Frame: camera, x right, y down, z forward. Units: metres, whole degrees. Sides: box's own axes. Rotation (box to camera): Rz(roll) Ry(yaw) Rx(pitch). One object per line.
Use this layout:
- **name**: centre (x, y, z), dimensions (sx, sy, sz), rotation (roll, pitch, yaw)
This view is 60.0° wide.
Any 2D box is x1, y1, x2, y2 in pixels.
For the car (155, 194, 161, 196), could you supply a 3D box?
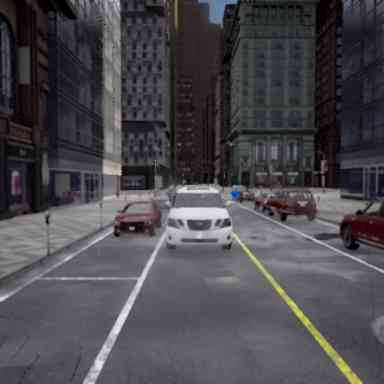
- **car**: centre (-2.391, 0.832, 26.531), dimensions (1.802, 1.307, 4.206), rotation (0, 2, 0)

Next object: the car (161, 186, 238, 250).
- **car**: centre (0.223, 0.850, 12.855), dimensions (2.150, 2.045, 5.566), rotation (0, 3, 0)

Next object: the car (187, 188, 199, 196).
- **car**: centre (0.197, -0.023, 56.494), dimensions (1.895, 1.301, 4.718), rotation (0, 2, 0)

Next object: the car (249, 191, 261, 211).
- **car**: centre (6.134, 0.693, 26.552), dimensions (1.967, 1.590, 4.097), rotation (0, 2, 0)

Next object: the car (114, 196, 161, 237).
- **car**: centre (-2.359, 1.115, 15.236), dimensions (1.887, 1.381, 4.507), rotation (0, 2, 0)

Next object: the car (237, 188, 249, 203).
- **car**: centre (6.103, 0.509, 37.850), dimensions (1.802, 1.307, 4.206), rotation (0, 2, 0)

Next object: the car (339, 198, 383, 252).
- **car**: centre (6.180, 1.046, 9.609), dimensions (2.192, 1.841, 5.009), rotation (0, 2, 0)

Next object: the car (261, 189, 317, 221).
- **car**: centre (6.149, 0.729, 20.902), dimensions (2.192, 1.841, 5.009), rotation (0, 2, 0)

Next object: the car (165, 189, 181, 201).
- **car**: centre (-2.438, 0.325, 43.471), dimensions (1.947, 1.339, 4.313), rotation (0, 2, 0)

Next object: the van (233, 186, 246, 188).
- **van**: centre (6.086, 0.104, 43.489), dimensions (1.690, 1.788, 3.998), rotation (0, 2, 0)
